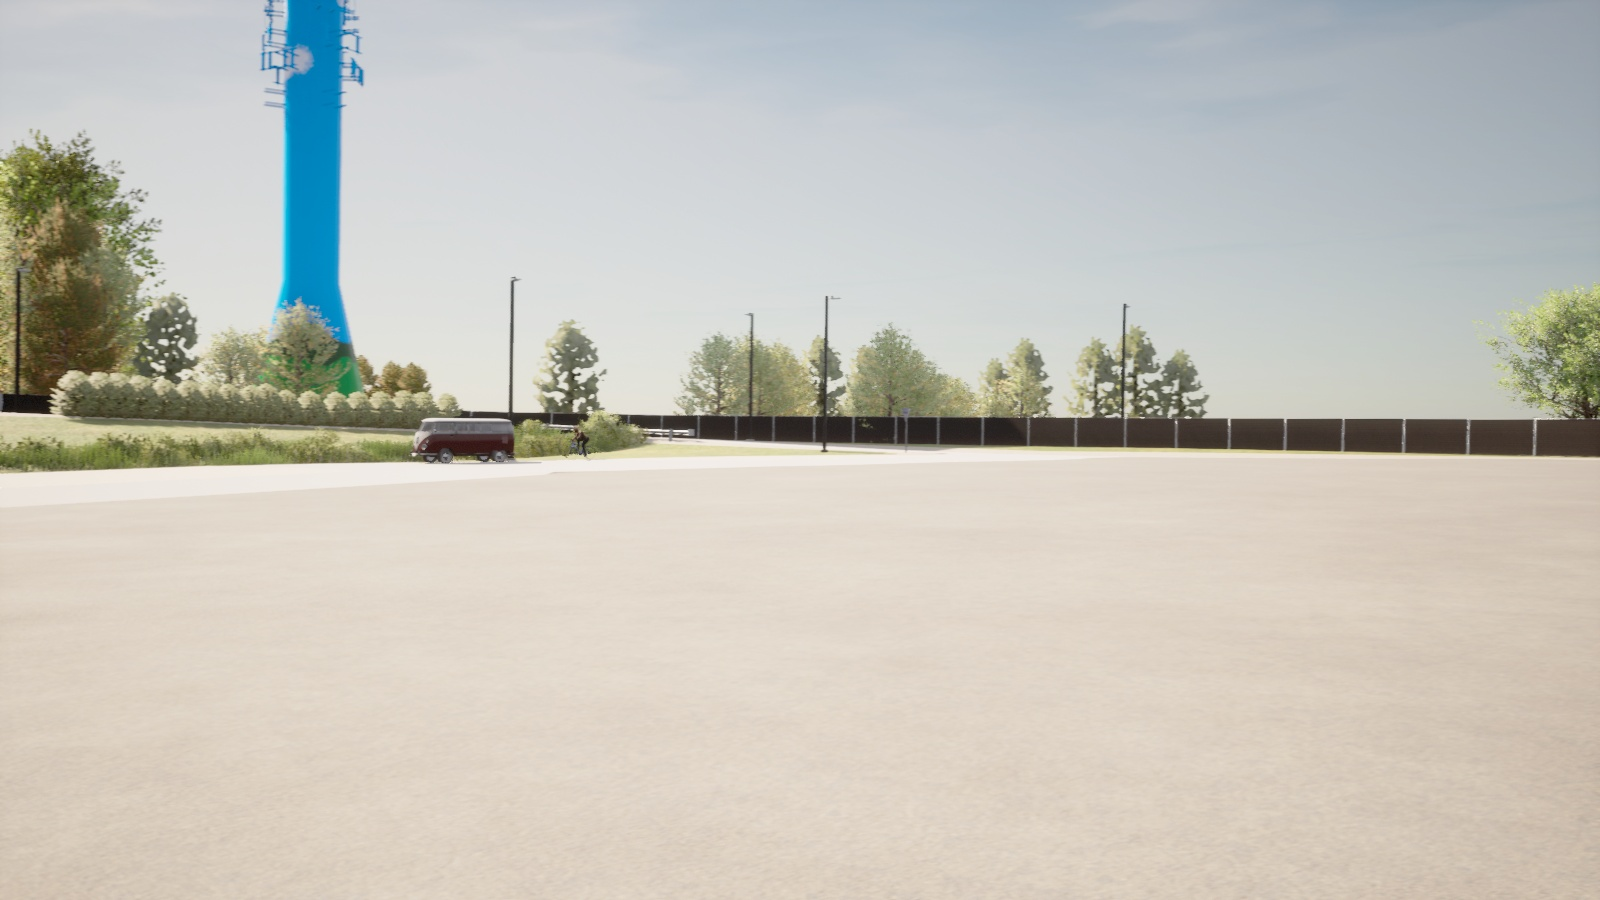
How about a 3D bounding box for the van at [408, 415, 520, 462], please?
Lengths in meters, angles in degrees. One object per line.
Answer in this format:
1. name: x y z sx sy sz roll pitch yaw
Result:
1. van: -14.755 -0.523 55.231 4.442 1.987 1.775 -1 1 -42
